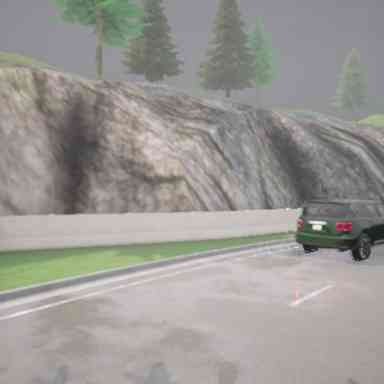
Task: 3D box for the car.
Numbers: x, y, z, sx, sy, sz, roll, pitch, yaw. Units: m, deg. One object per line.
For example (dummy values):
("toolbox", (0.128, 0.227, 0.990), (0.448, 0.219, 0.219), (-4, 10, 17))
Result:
("car", (6.224, 1.266, 12.753), (5.566, 2.045, 2.150), (0, 0, -39))
